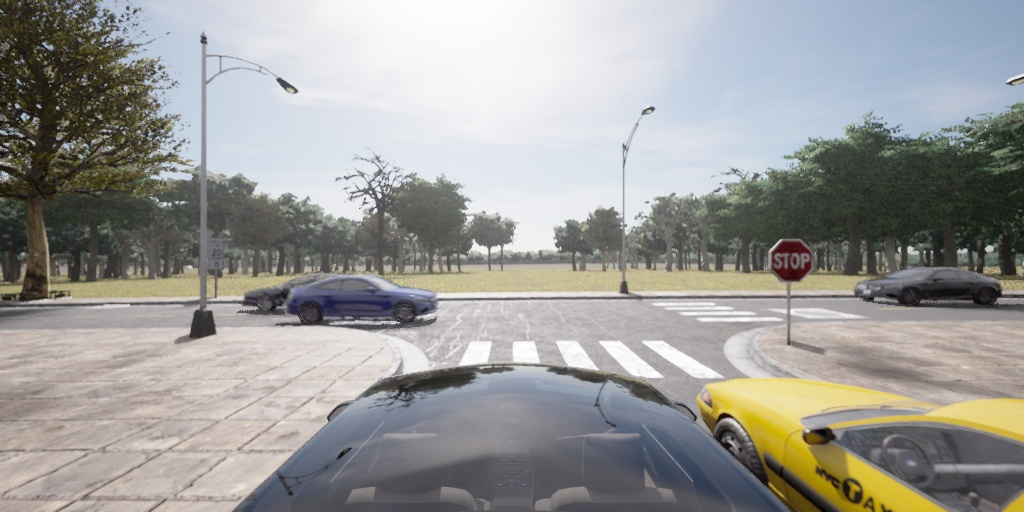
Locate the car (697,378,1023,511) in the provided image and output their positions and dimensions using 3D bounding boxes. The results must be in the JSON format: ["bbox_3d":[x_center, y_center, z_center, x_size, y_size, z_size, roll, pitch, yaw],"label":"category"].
[{"bbox_3d":[2.637,1.274,1.569,1.751,1.417,4.829,0,0,0],"label":"car"}]

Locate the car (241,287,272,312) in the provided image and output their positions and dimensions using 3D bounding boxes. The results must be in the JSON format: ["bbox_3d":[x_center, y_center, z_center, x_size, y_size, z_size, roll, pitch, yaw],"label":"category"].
[{"bbox_3d":[-7.778,1.420,14.572,5.357,1.411,2.033,-1,0,0],"label":"car"}]

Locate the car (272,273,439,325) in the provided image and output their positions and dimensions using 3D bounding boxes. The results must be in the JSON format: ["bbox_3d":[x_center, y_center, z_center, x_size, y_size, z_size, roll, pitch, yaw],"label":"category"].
[{"bbox_3d":[-4.752,1.348,11.600,4.674,1.442,1.812,-1,0,0],"label":"car"}]

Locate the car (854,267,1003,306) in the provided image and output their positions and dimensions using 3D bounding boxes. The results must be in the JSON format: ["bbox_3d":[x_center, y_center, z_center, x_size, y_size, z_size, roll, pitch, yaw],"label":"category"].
[{"bbox_3d":[16.587,1.182,14.379,4.674,1.442,1.812,0,0,0],"label":"car"}]
